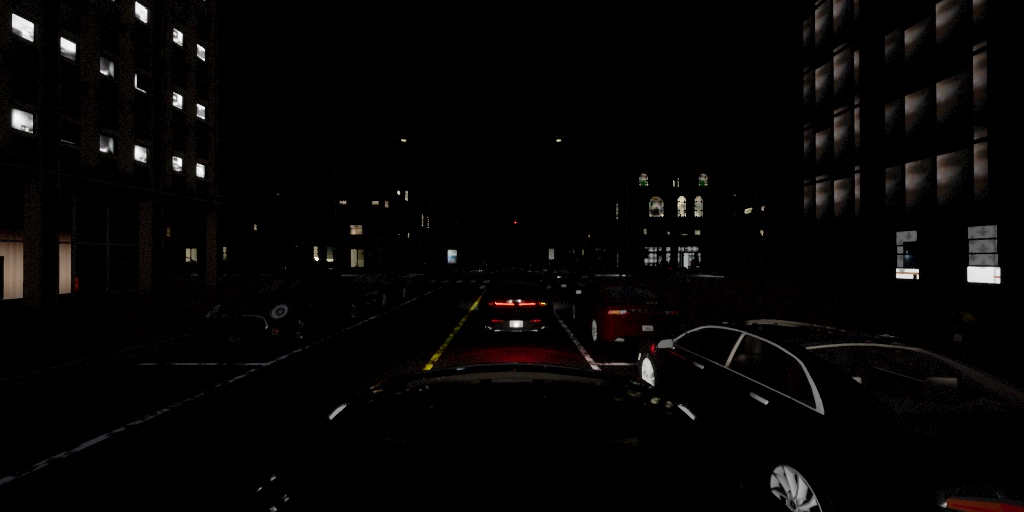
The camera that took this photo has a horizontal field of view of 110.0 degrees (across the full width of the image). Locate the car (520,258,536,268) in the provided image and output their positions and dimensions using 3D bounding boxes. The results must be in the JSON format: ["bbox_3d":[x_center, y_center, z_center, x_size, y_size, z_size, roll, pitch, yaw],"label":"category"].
[{"bbox_3d":[2.650,1.322,53.100,1.948,1.339,4.313,0,0,0],"label":"car"}]

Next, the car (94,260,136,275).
[{"bbox_3d":[-36.513,1.130,33.252,4.403,1.370,2.007,0,0,1],"label":"car"}]

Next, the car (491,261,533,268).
[{"bbox_3d":[0.081,1.230,20.531,1.882,1.535,5.008,0,0,2],"label":"car"}]

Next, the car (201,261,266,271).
[{"bbox_3d":[-25.440,1.177,33.091,4.403,1.370,2.007,0,0,1],"label":"car"}]

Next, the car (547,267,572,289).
[{"bbox_3d":[2.676,1.302,20.710,2.007,1.370,4.403,0,0,0],"label":"car"}]

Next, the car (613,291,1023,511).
[{"bbox_3d":[2.689,1.301,3.634,2.007,1.370,4.403,0,0,0],"label":"car"}]

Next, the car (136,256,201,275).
[{"bbox_3d":[-30.976,0.917,33.171,5.009,1.841,2.192,0,0,1],"label":"car"}]

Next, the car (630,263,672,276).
[{"bbox_3d":[14.782,1.403,38.296,4.181,1.385,1.994,0,0,1],"label":"car"}]

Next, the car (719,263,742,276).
[{"bbox_3d":[24.597,1.413,38.157,4.674,1.442,1.812,0,0,1],"label":"car"}]

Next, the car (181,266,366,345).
[{"bbox_3d":[-5.696,1.190,9.336,1.967,1.591,4.097,0,0,0],"label":"car"}]

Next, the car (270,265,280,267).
[{"bbox_3d":[-25.485,1.197,41.473,4.829,1.417,1.751,0,0,1],"label":"car"}]

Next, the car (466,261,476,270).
[{"bbox_3d":[-5.730,1.338,53.106,1.802,1.307,4.207,0,0,0],"label":"car"}]

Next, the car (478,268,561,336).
[{"bbox_3d":[0.094,1.256,10.342,1.837,1.490,4.892,0,0,0],"label":"car"}]

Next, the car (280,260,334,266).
[{"bbox_3d":[-19.808,1.171,35.602,4.892,1.490,1.837,0,0,1],"label":"car"}]

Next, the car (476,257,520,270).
[{"bbox_3d":[-1.559,1.246,41.869,2.128,1.511,4.902,1,0,32],"label":"car"}]

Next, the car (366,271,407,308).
[{"bbox_3d":[-5.700,1.302,15.028,2.007,1.370,4.403,0,0,0],"label":"car"}]

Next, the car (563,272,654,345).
[{"bbox_3d":[2.685,1.296,9.326,1.888,1.381,4.507,0,0,0],"label":"car"}]

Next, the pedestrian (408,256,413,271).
[{"bbox_3d":[-12.585,0.885,44.235,0.375,1.860,0.375,0,-1,1],"label":"pedestrian"}]

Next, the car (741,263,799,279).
[{"bbox_3d":[23.618,1.433,32.339,4.207,1.307,1.802,0,0,1],"label":"car"}]

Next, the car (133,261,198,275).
[{"bbox_3d":[-34.505,1.203,35.821,4.718,1.301,1.895,0,0,1],"label":"car"}]
